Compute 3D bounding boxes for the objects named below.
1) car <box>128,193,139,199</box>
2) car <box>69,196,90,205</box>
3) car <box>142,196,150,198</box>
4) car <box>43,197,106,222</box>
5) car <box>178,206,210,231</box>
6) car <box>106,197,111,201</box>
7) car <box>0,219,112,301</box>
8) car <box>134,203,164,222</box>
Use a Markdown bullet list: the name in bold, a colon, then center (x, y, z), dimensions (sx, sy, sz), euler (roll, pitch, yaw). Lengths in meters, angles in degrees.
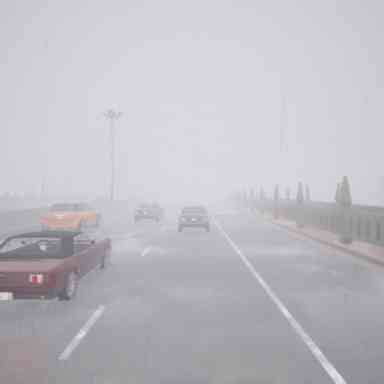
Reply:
- **car**: center (-15.647, 1.229, 89.579), dimensions (2.150, 2.045, 5.566), euler (0, 0, 2)
- **car**: center (-20.045, 1.506, 59.553), dimensions (1.837, 1.490, 4.892), euler (0, 0, 2)
- **car**: center (-12.161, 1.600, 89.061), dimensions (1.895, 1.301, 4.718), euler (0, 0, 2)
- **car**: center (-6.880, 1.353, 19.519), dimensions (2.097, 1.767, 4.553), euler (0, 0, 0)
- **car**: center (0.121, 1.548, 20.697), dimensions (2.033, 1.411, 5.357), euler (0, 0, 0)
- **car**: center (-13.383, 1.508, 49.233), dimensions (1.837, 1.490, 4.892), euler (0, 0, 2)
- **car**: center (-3.399, 1.601, 8.264), dimensions (1.895, 1.301, 4.718), euler (0, 0, 0)
- **car**: center (-3.317, 1.548, 26.287), dimensions (2.033, 1.411, 5.357), euler (0, 0, 1)
